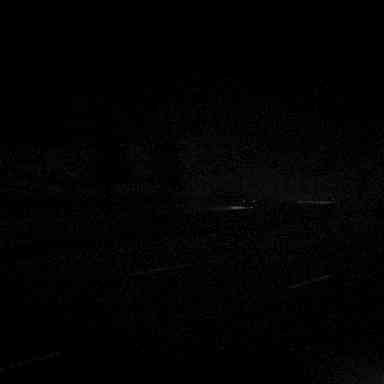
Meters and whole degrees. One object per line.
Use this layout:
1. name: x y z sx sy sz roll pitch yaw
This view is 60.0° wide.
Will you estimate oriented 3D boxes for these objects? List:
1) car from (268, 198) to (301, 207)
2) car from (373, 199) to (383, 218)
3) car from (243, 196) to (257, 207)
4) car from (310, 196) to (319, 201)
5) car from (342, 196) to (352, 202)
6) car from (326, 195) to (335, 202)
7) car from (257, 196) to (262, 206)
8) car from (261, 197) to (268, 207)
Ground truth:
1. car: 10.810 1.580 37.630 1.812 1.442 4.674 0 0 41
2. car: 17.511 1.366 29.060 2.097 1.767 4.553 0 0 42
3. car: 9.959 1.447 53.144 2.097 1.767 4.553 0 0 37
4. car: 31.446 1.597 85.126 1.994 1.385 4.181 0 0 22
5. car: 32.992 1.599 70.776 2.033 1.411 5.357 0 0 26
6. car: 32.318 1.536 77.845 1.882 1.535 5.008 0 0 24
7. car: 11.976 1.644 50.011 1.994 1.385 4.181 0 0 38
8. car: 11.438 1.570 43.733 1.837 1.490 4.892 0 0 40
